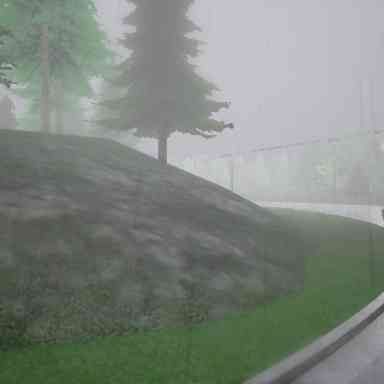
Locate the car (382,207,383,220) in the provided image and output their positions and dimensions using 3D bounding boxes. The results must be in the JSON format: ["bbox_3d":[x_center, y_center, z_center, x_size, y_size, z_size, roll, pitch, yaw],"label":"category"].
[{"bbox_3d":[15.267,1.255,23.218,2.150,2.045,5.566,0,0,11],"label":"car"}]
